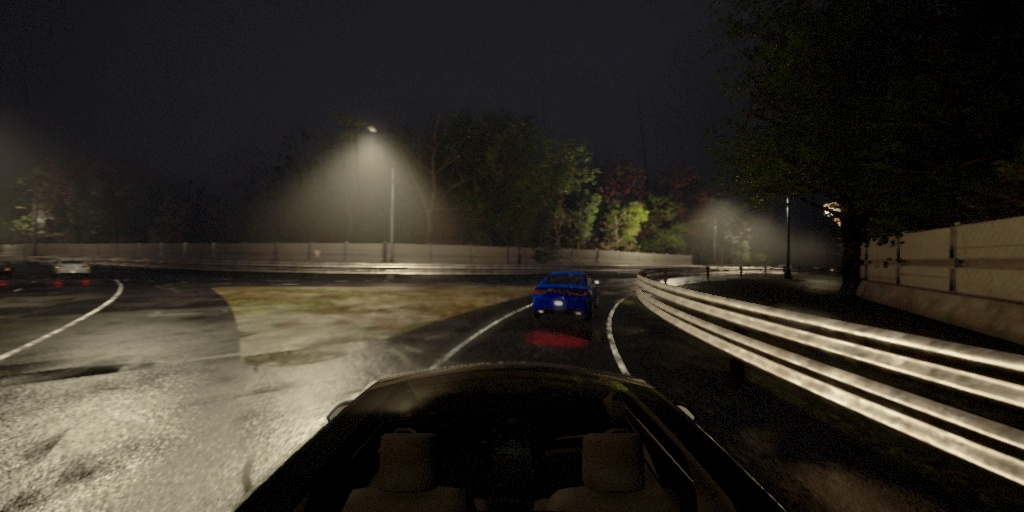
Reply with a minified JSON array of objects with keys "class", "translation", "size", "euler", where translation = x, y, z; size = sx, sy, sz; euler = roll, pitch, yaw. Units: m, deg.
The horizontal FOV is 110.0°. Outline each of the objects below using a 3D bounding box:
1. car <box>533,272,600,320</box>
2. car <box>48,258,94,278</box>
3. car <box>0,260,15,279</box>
[{"class":"car","translation":[2.144,1.317,13.313],"size":[1.882,1.535,5.008],"euler":[0,-1,17]},{"class":"car","translation":[-33.893,0.907,27.541],"size":[4.674,1.442,1.812],"euler":[1,0,36]},{"class":"car","translation":[-36.779,0.929,25.361],"size":[4.718,1.301,1.895],"euler":[1,0,35]}]
